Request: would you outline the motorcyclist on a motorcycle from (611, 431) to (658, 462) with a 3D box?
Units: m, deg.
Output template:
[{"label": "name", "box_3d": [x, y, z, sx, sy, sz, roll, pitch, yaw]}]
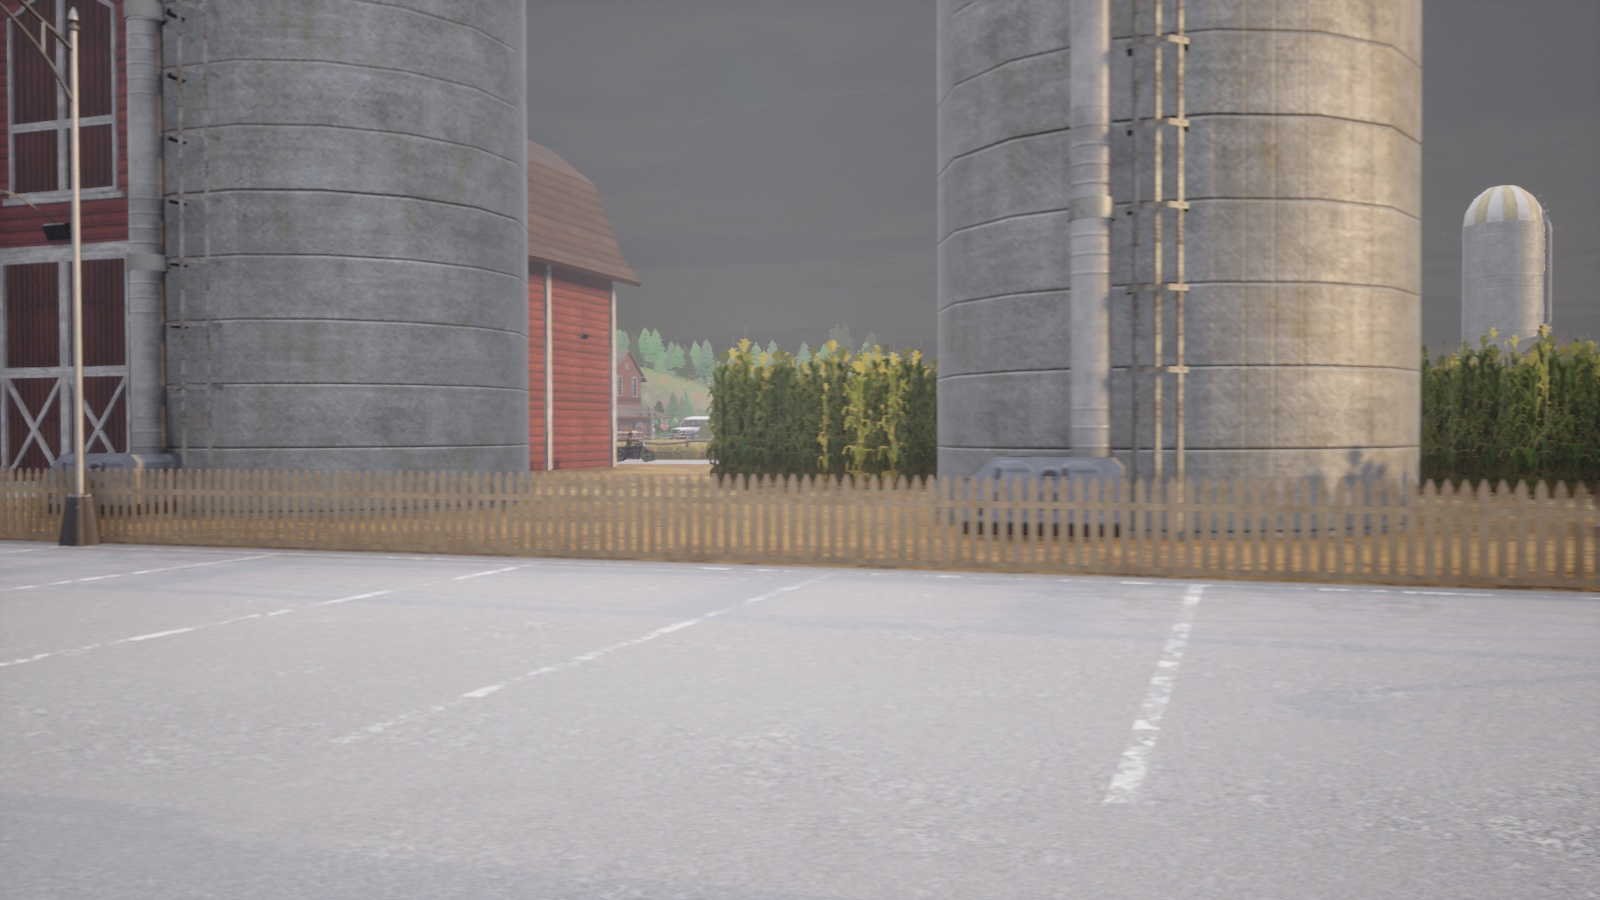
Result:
[{"label": "motorcyclist on a motorcycle", "box_3d": [-8.896, -0.197, 67.440, 2.350, 1.649, 0.766, 1, 1, 15]}]

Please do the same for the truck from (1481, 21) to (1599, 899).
[{"label": "truck", "box_3d": [4.156, 0.327, 1.788, 5.204, 2.467, 2.627, 1, 1, 19]}]
